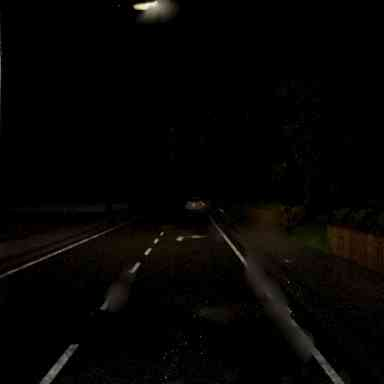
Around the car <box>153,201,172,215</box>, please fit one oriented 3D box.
[{"bbox_3d":[-3.405,1.817,38.212,1.882,1.535,5.008,0,-1,-1],"label":"car"}]

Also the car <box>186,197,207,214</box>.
[{"bbox_3d":[0.567,1.610,41.540,2.150,2.045,5.566,-1,-1,8],"label":"car"}]
